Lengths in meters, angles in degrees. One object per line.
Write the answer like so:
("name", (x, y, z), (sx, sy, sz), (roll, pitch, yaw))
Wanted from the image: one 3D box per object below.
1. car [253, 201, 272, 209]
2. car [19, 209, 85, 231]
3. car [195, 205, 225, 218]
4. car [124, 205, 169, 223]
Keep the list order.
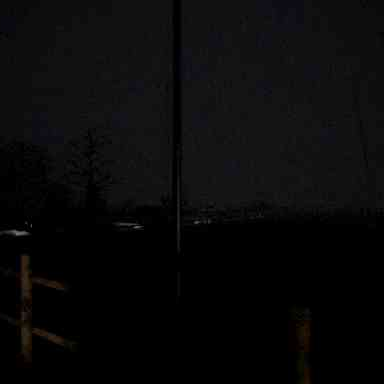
("car", (11.149, 2.199, 51.931), (1.837, 1.490, 4.892), (1, -1, 36))
("car", (-9.590, 1.859, 23.086), (1.994, 1.385, 4.181), (1, -1, 35))
("car", (2.260, 2.254, 39.656), (1.812, 1.442, 4.674), (1, -1, 35))
("car", (-4.129, 2.002, 30.721), (1.837, 1.490, 4.892), (1, -1, 35))
